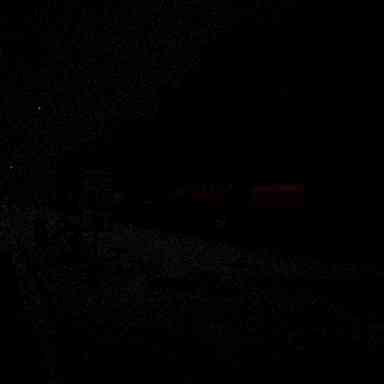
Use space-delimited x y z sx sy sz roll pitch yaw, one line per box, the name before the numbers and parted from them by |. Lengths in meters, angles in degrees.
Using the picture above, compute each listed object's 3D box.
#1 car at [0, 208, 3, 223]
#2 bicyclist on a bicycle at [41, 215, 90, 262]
car | -16.748 1.817 26.951 2.150 2.045 5.566 3 -3 -30
bicyclist on a bicycle | -4.479 1.662 11.885 1.656 1.620 0.582 3 -3 -30
